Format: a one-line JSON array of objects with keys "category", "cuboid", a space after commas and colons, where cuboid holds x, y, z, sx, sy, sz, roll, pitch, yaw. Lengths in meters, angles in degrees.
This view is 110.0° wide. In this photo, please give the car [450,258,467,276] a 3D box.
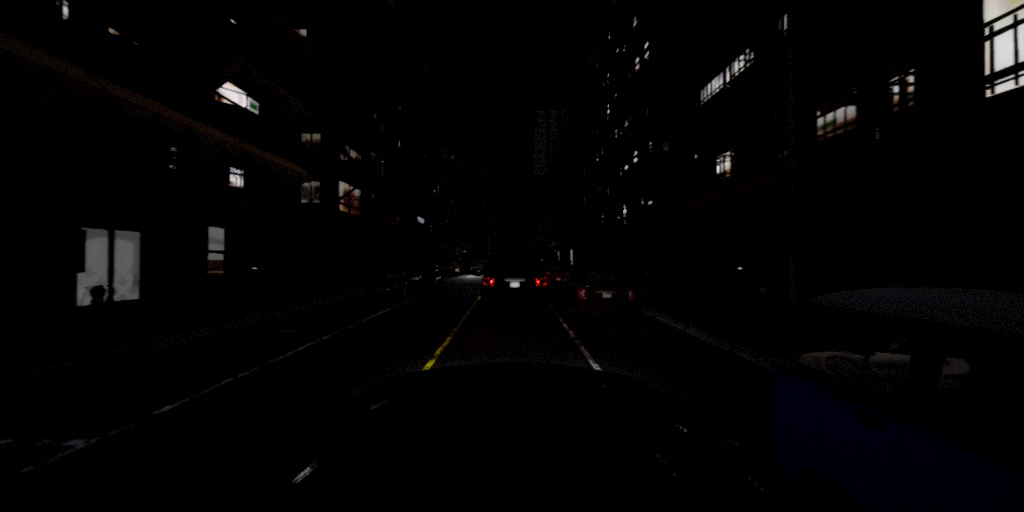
[{"category": "car", "cuboid": [-5.694, 1.129, 34.086, 1.751, 1.417, 4.829, 0, 0, 0]}]

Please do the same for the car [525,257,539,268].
[{"category": "car", "cuboid": [2.995, 0.965, 54.416, 1.801, 1.575, 5.366, 0, 0, 0]}]

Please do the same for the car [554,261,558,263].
[{"category": "car", "cuboid": [2.689, 1.199, 23.229, 1.888, 1.381, 4.507, 0, 0, 0]}]

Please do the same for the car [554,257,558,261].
[{"category": "car", "cuboid": [2.689, 0.943, 28.769, 2.192, 1.841, 5.009, 0, 0, 0]}]

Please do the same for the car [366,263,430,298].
[{"category": "car", "cuboid": [-5.692, 1.231, 17.635, 2.007, 1.370, 4.403, 0, 0, 0]}]

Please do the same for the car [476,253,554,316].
[{"category": "car", "cuboid": [0.091, 0.922, 13.244, 2.150, 2.045, 5.566, 0, 0, 0]}]

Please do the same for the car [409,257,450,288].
[{"category": "car", "cuboid": [-5.692, 0.970, 23.175, 2.192, 1.841, 5.009, 0, 0, 0]}]

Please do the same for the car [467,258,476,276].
[{"category": "car", "cuboid": [-3.100, 1.123, 35.588, 1.812, 1.442, 4.674, 0, 0, 0]}]

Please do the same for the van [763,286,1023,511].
[{"category": "van", "cuboid": [2.691, 1.094, 1.065, 1.690, 1.789, 3.998, 0, 0, 0]}]

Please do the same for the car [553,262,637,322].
[{"category": "car", "cuboid": [2.690, 1.144, 12.147, 1.967, 1.591, 4.097, 0, 0, 0]}]

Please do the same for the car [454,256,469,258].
[{"category": "car", "cuboid": [-5.694, 0.892, 39.796, 2.192, 1.841, 5.009, 0, 0, 0]}]
